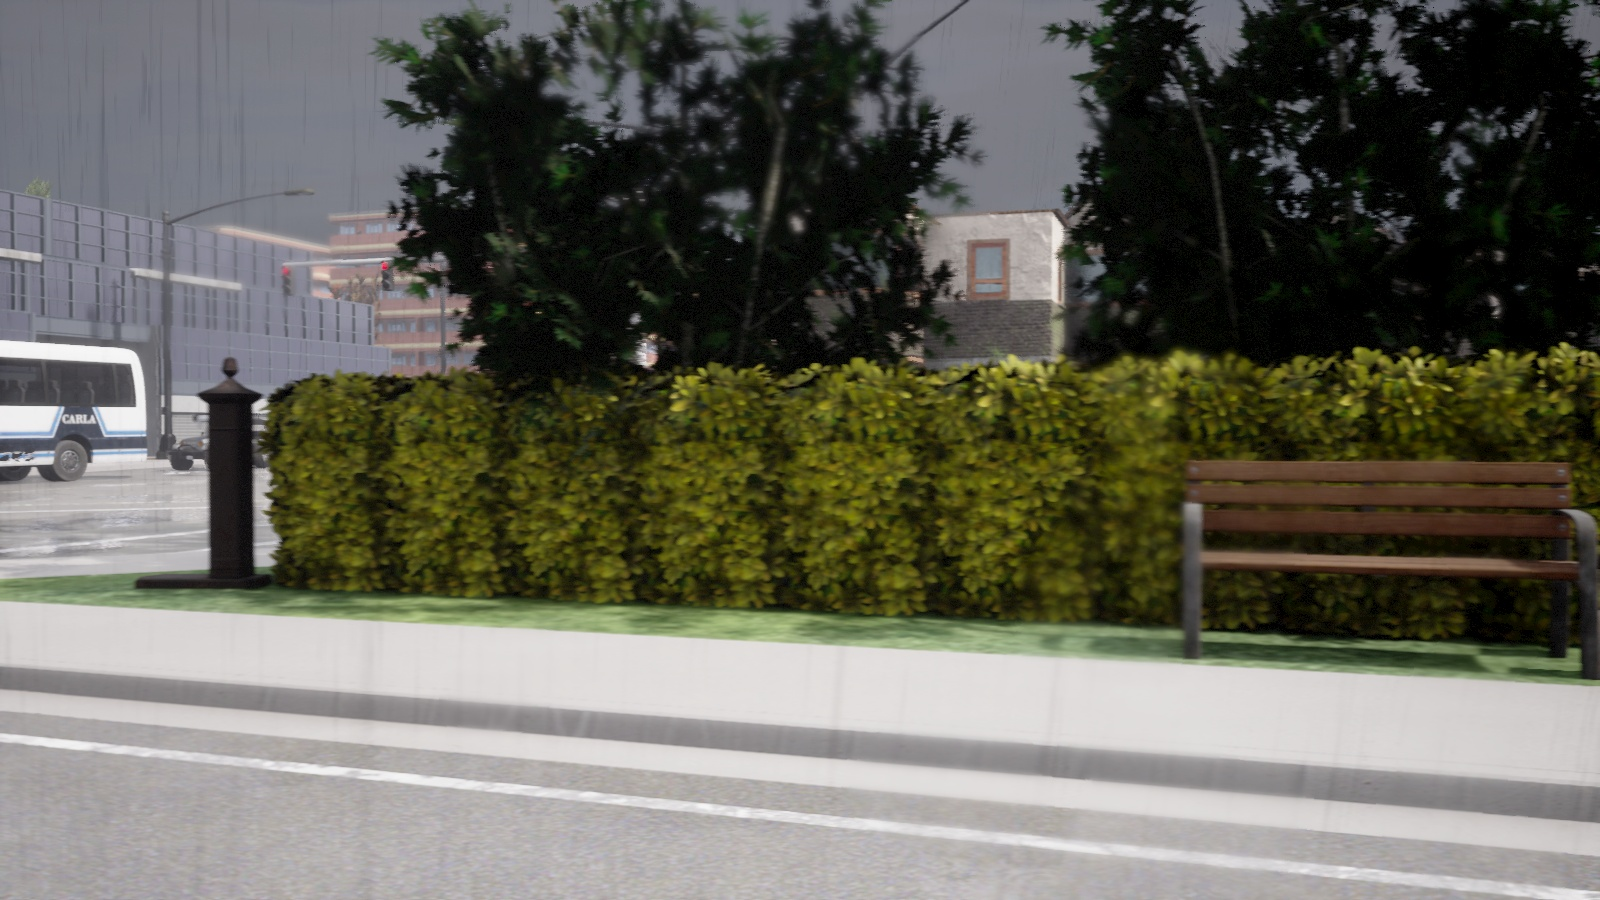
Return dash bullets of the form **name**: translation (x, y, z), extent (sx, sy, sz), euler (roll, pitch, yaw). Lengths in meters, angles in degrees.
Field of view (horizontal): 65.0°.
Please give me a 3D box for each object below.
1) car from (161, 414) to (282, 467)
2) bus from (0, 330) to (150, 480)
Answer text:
- **car**: translation (-21.213, -0.387, 46.224), extent (1.905, 1.878, 3.866), euler (1, 2, 19)
- **bus**: translation (-24.455, -1.280, 36.150), extent (3.944, 4.253, 10.273), euler (0, 1, 19)
